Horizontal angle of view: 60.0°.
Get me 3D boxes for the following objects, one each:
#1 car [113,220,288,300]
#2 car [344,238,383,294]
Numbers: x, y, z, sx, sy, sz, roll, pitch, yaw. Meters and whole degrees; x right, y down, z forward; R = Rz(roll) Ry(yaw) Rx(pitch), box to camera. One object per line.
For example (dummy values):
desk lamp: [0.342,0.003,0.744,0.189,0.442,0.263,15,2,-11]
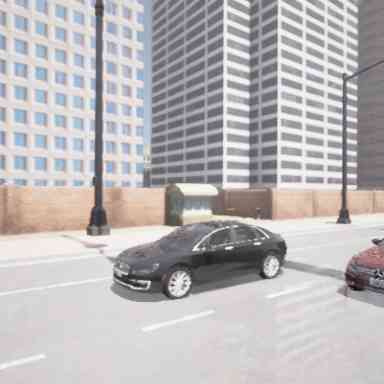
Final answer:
car: [0.416,1.530,8.588,4.892,1.490,1.837,0,0,-35]
car: [5.591,1.571,7.975,4.674,1.442,1.812,1,0,-35]
